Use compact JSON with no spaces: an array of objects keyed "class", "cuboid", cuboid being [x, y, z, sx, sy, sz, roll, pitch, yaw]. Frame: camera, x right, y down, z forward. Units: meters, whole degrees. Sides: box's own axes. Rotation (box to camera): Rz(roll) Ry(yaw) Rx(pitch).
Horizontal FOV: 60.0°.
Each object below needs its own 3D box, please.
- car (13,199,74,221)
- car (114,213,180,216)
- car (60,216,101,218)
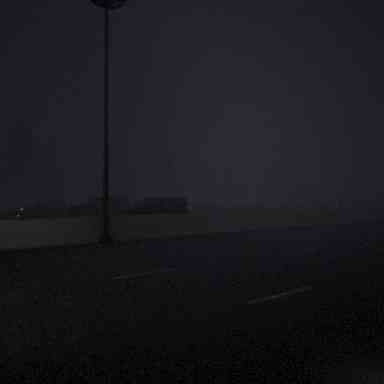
[{"class":"car","cuboid":[-12.939,1.511,29.011,4.553,1.767,2.097,0,0,-34]},{"class":"car","cuboid":[-2.715,1.356,23.272,5.566,2.045,2.150,0,0,-33]},{"class":"car","cuboid":[-7.817,1.383,28.284,5.566,2.045,2.150,1,-1,-33]}]
